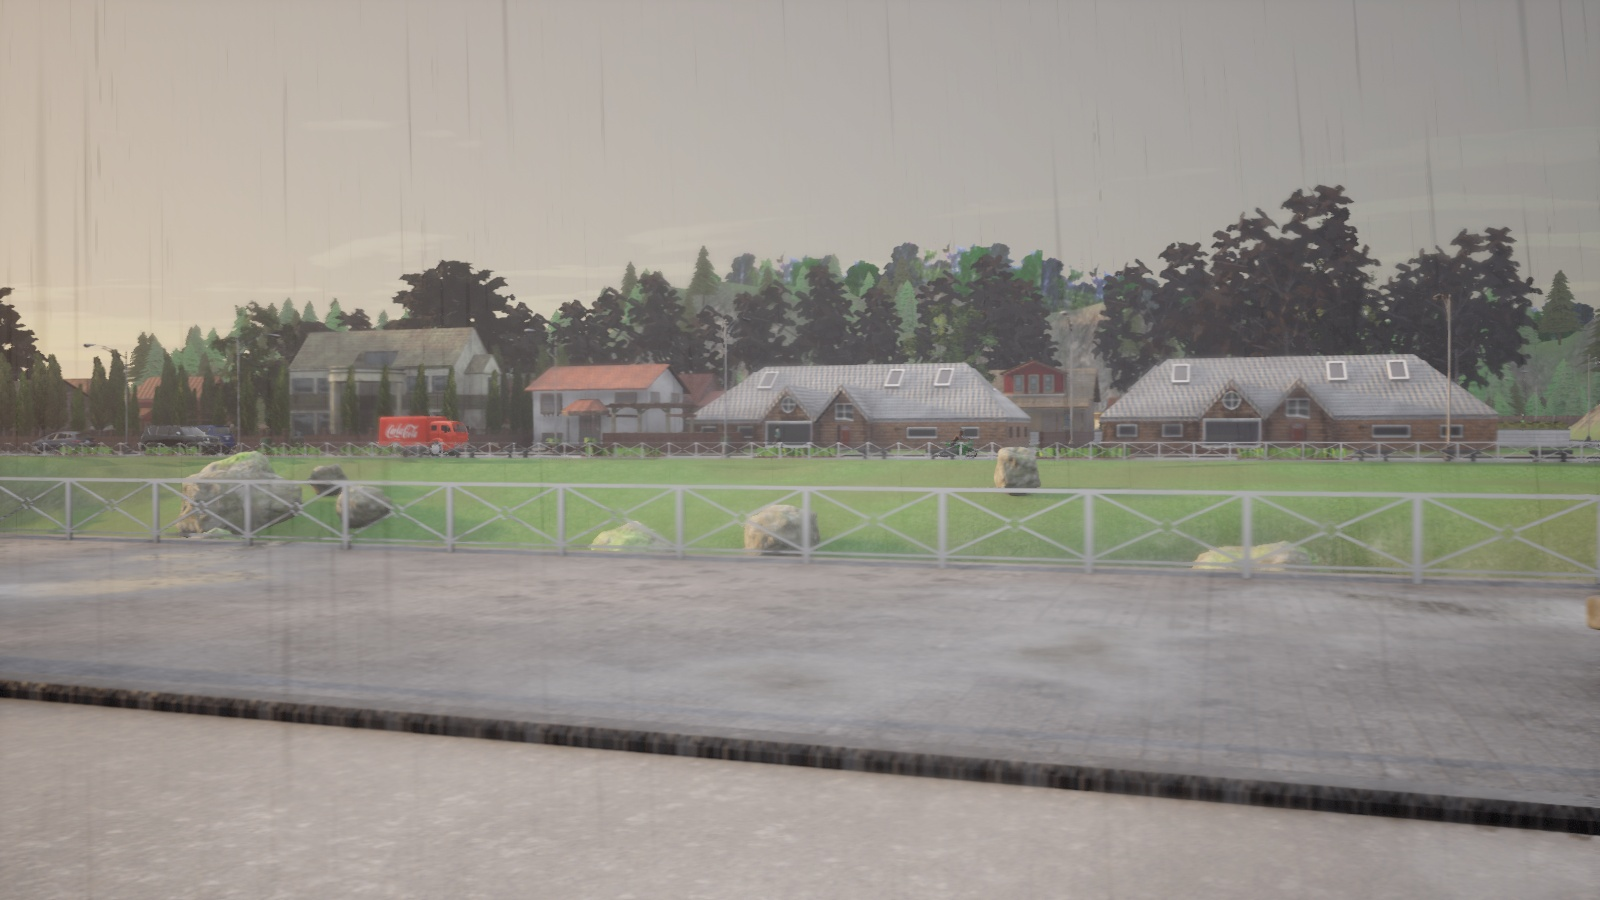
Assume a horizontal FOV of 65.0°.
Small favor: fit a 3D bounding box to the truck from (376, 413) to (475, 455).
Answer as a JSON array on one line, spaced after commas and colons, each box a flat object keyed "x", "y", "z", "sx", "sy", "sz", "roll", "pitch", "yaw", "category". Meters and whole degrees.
[{"x": -22.752, "y": -0.970, "z": 76.419, "sx": 5.204, "sy": 2.467, "sz": 2.627, "roll": 1, "pitch": 1, "yaw": 19, "category": "truck"}]

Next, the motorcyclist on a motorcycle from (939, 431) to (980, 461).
[{"x": 8.368, "y": -0.216, "z": 65.949, "sx": 2.044, "sy": 1.523, "sz": 0.797, "roll": 1, "pitch": 1, "yaw": 19, "category": "motorcyclist on a motorcycle"}]

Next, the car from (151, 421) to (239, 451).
[{"x": -41.988, "y": -1.008, "z": 87.119, "sx": 5.566, "sy": 2.045, "sz": 2.150, "roll": 1, "pitch": 1, "yaw": 19, "category": "car"}]

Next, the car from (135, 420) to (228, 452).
[{"x": -40.582, "y": -0.927, "z": 82.425, "sx": 5.566, "sy": 2.045, "sz": 2.150, "roll": 1, "pitch": 1, "yaw": 19, "category": "car"}]
